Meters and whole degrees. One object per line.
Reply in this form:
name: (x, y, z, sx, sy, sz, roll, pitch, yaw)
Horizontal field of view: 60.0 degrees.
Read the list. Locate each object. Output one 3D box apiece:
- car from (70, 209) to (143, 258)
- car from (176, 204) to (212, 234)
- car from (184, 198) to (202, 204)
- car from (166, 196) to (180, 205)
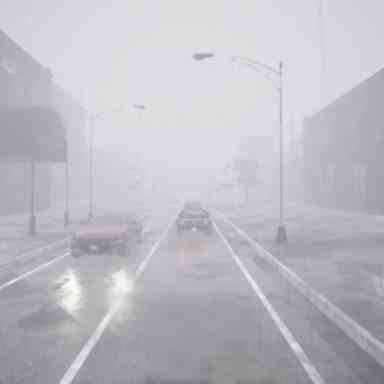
car: (-3.098, 1.472, 12.965, 1.882, 1.535, 5.008, 0, 0, 0)
car: (0.104, 1.586, 18.937, 1.895, 1.301, 4.718, 0, 0, 0)
car: (0.107, 1.404, 37.181, 1.882, 1.535, 5.008, 0, 0, 0)
car: (-3.053, 1.417, 54.480, 1.994, 1.385, 4.181, 0, 0, 0)
